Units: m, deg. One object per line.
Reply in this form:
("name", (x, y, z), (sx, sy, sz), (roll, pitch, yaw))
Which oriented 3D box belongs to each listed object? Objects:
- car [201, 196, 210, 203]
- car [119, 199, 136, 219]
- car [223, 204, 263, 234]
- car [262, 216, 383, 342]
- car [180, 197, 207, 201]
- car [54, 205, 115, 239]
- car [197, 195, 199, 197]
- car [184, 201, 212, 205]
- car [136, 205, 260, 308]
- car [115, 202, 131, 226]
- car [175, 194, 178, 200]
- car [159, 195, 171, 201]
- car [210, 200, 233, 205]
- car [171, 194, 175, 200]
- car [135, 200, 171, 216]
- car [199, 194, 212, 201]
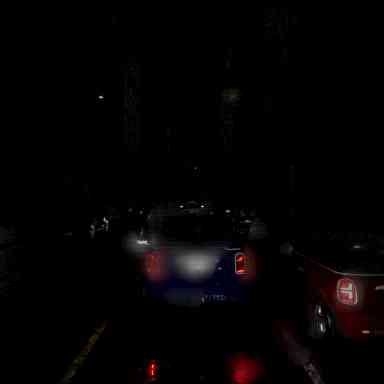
("car", (2.873, 1.579, 71.163), (1.752, 1.417, 4.829), (0, 0, 0))
("car", (-5.682, 1.443, 28.491), (1.967, 1.590, 4.097), (0, 0, 0))
("car", (2.847, 1.552, 17.491), (2.008, 1.369, 4.403), (0, 0, 0))
("car", (2.851, 1.440, 6.488), (1.967, 1.590, 4.097), (0, 0, 0))
("car", (-0.010, 1.460, 27.358), (1.801, 1.575, 5.366), (0, 0, 0))
("car", (-5.678, 1.567, 17.488), (1.947, 1.339, 4.313), (0, 0, 0))
("car", (2.881, 1.616, 76.401), (2.008, 1.369, 4.403), (0, 0, 0))
("car", (0.089, 1.479, 17.336), (1.882, 1.535, 5.008), (0, 0, 0))
("car", (0.096, 1.352, 8.055), (2.097, 1.767, 4.553), (0, 0, 0))
("car", (-5.680, 1.584, 22.989), (1.802, 1.307, 4.206), (0, 0, 0))
("car", (-5.621, 1.638, 92.466), (1.752, 1.417, 4.829), (0, 0, 0))
("car", (-5.660, 1.626, 65.594), (1.802, 1.307, 4.206), (0, 0, 0))
("car", (2.844, 1.569, 28.493), (1.947, 1.339, 4.313), (0, 0, 0))
("car", (-5.644, 1.616, 76.410), (2.008, 1.369, 4.403), (0, 0, 0))
("car", (-3.037, 1.604, 26.739), (1.895, 1.301, 4.718), (0, 0, 0))
("car", (2.864, 1.484, 65.584), (1.967, 1.590, 4.097), (0, 0, 0))
